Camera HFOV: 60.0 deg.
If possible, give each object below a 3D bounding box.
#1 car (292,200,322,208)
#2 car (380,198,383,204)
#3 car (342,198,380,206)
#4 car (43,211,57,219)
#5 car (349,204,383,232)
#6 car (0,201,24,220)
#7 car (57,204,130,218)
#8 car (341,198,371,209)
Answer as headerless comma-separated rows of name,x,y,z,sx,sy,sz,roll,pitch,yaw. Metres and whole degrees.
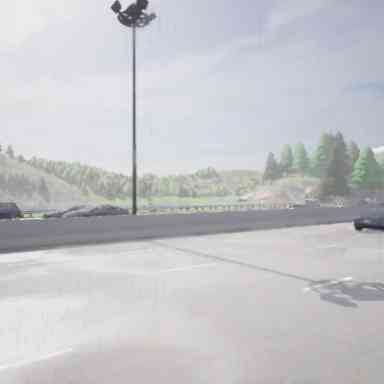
car,17.036,1.826,49.249,4.718,1.301,1.895,0,0,-33
car,27.477,1.697,47.844,4.892,1.490,1.837,0,0,-33
car,18.670,1.699,37.615,5.357,1.411,2.033,0,0,-37
car,-9.256,1.743,27.313,5.357,1.411,2.033,0,0,-34
car,11.650,1.639,20.096,4.181,1.385,1.994,0,0,-34
car,-16.187,1.571,26.866,4.553,1.767,2.097,0,0,-34
car,-6.976,1.663,24.632,4.902,1.511,2.128,0,0,-34
car,24.825,1.729,50.256,4.892,1.490,1.837,-1,0,-34
